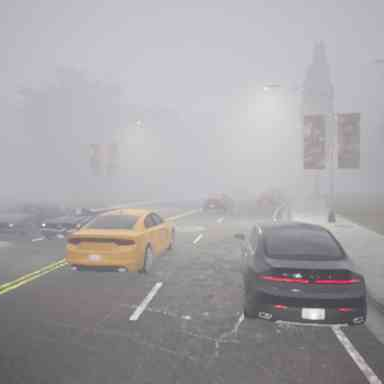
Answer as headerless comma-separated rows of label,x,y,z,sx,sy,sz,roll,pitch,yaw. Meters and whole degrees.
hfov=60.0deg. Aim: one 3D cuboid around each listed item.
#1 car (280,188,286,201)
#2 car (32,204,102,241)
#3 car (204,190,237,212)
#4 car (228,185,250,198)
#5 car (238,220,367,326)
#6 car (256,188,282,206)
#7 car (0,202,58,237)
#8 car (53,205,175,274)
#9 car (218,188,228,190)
car,11.361,0.244,44.725,2.097,1.767,4.553,0,1,21
car,-4.546,1.285,14.650,1.895,1.301,4.718,0,1,11
car,2.238,0.869,27.866,1.812,1.442,4.674,0,1,16
car,8.059,-0.058,54.407,2.150,2.045,5.566,0,1,21
car,1.965,1.349,6.914,1.837,1.490,4.892,0,1,8
car,8.009,0.655,35.040,1.812,1.442,4.674,0,1,20
car,-7.582,1.209,16.174,2.033,1.411,5.357,0,1,11
car,-1.808,1.260,9.928,1.882,1.535,5.008,0,1,8
car,5.219,0.064,56.075,2.097,1.767,4.553,0,1,21
